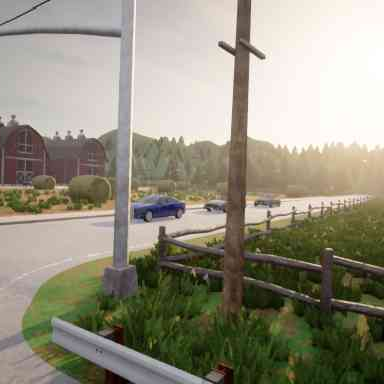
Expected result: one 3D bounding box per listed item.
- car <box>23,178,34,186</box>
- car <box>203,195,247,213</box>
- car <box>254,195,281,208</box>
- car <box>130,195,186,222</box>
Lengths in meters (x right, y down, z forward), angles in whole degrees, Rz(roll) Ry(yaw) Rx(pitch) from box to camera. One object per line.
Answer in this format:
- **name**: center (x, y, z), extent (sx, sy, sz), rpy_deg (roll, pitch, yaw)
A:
- **car**: center (-38.870, -2.310, 79.364), extent (1.905, 1.878, 3.866), rpy_deg (8, 2, -13)
- **car**: center (3.092, 1.000, 29.444), extent (2.033, 1.411, 5.357), rpy_deg (3, 2, 33)
- **car**: center (8.613, 1.001, 37.796), extent (1.994, 1.385, 4.181), rpy_deg (3, 2, 33)
- **car**: center (-2.352, 0.947, 21.185), extent (1.882, 1.535, 5.008), rpy_deg (3, 2, 33)
